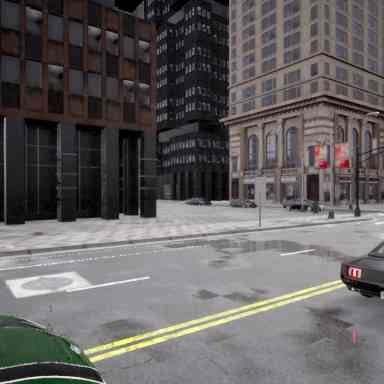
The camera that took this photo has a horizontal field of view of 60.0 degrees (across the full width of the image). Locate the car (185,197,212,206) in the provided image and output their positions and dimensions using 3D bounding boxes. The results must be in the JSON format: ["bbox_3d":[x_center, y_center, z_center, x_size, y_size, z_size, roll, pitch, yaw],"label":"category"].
[{"bbox_3d":[1.005,1.597,54.820,2.033,1.411,5.357,0,0,-36],"label":"car"}]

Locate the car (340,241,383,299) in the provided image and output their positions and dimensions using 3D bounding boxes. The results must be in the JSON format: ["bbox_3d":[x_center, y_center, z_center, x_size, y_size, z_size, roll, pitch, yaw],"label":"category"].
[{"bbox_3d":[5.363,1.601,7.265,4.718,1.301,1.895,0,0,-35],"label":"car"}]

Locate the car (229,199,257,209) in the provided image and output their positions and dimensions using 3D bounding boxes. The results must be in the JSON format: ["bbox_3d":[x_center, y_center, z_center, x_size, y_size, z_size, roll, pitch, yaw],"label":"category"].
[{"bbox_3d":[7.069,1.600,46.225,1.994,1.385,4.181,0,0,-36],"label":"car"}]

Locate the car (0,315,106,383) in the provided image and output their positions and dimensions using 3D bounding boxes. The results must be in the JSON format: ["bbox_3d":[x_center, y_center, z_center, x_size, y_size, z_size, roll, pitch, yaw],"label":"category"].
[{"bbox_3d":[-2.627,1.352,1.563,4.553,1.767,2.097,0,0,-36],"label":"car"}]

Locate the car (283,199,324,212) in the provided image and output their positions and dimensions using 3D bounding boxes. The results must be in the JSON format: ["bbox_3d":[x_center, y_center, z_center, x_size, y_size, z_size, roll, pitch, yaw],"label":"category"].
[{"bbox_3d":[12.734,1.517,38.223,2.128,1.511,4.902,0,0,-35],"label":"car"}]
